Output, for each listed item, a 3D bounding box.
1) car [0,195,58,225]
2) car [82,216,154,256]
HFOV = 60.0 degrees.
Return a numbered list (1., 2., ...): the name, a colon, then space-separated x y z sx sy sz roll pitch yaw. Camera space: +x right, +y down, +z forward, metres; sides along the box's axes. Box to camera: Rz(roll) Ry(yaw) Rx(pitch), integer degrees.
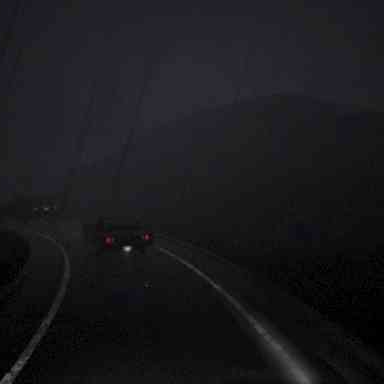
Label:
1. car: -11.888 1.257 24.009 5.566 2.045 2.150 0 0 38
2. car: -3.147 1.616 13.223 1.895 1.301 4.718 0 0 -26
